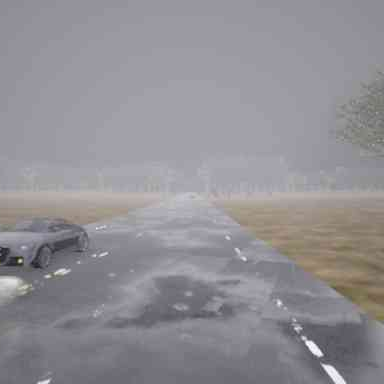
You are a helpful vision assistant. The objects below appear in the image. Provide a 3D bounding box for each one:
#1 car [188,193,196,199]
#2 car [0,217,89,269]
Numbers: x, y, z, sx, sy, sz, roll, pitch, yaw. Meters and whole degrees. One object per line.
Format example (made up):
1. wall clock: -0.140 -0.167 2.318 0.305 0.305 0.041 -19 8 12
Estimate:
1. car: 0.013 1.244 95.144 1.812 1.442 4.674 0 0 0
2. car: -5.103 1.555 11.076 1.994 1.385 4.181 0 0 8
